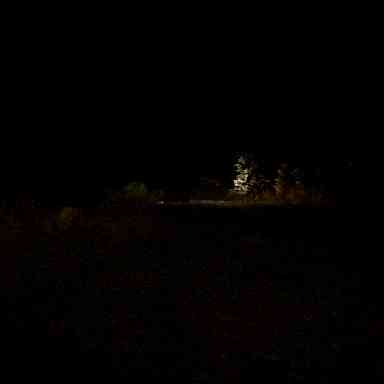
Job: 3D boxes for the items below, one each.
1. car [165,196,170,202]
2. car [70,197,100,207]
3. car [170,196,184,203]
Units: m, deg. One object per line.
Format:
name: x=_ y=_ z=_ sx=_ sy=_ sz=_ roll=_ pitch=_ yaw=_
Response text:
car: x=-6.205 y=1.685 z=80.522 sx=1.812 sy=1.442 sz=4.674 roll=0 pitch=0 yaw=34
car: x=-16.729 y=1.594 z=52.208 sx=2.128 sy=1.511 sz=4.902 roll=0 pitch=0 yaw=34
car: x=-2.310 y=1.671 z=74.328 sx=1.837 sy=1.490 sz=4.892 roll=0 pitch=0 yaw=28
